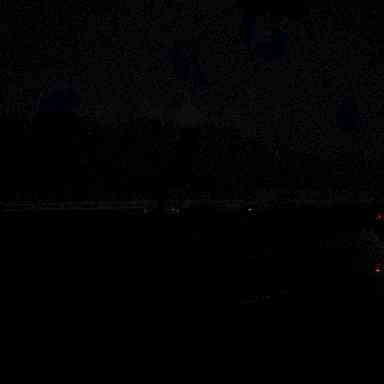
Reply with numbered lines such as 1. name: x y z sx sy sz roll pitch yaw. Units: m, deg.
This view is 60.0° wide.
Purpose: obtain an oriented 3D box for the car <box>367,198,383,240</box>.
1. car: 11.035 1.310 16.042 5.566 2.045 2.150 0 0 -36

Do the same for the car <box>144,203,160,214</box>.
1. car: -2.332 1.573 32.416 4.902 1.511 2.128 0 0 -35

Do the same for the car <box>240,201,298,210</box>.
1. car: 6.256 1.452 25.640 4.553 1.767 2.097 0 0 -35

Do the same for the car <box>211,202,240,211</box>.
1. car: 4.448 1.593 28.649 4.902 1.511 2.128 0 0 -35

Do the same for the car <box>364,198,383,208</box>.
1. car: 31.683 1.855 56.589 4.902 1.511 2.128 0 0 -35

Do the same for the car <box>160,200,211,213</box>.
1. car: 0.000 1.561 29.781 5.008 1.535 1.882 0 0 -35
